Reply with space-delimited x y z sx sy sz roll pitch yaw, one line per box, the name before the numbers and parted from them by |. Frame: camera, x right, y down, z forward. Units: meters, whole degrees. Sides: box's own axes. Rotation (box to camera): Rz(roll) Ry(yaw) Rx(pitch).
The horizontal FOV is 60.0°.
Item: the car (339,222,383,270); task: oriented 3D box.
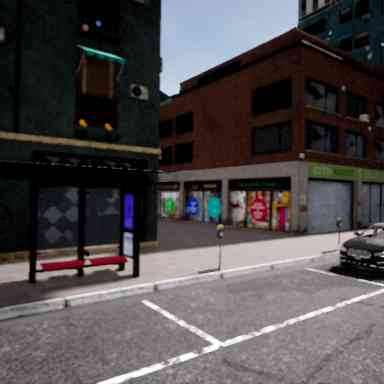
car | 6.531 1.673 10.781 4.403 1.369 2.008 1 0 -36
